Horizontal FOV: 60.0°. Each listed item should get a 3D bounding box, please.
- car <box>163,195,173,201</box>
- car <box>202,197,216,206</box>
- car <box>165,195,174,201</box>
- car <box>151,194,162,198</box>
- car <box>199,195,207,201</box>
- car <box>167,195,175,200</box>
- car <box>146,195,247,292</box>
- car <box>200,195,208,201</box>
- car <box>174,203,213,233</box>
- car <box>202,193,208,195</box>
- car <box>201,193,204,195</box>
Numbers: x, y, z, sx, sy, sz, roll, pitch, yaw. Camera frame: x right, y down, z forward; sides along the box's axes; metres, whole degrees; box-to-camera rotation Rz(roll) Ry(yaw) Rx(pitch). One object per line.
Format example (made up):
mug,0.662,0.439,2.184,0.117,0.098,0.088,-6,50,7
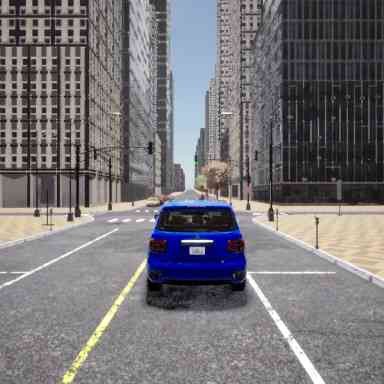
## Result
car,-5.666,1.438,78.623,1.887,1.381,4.507,0,0,0
car,2.807,1.500,55.919,2.008,1.369,4.403,0,0,0
car,-5.665,1.428,84.299,2.008,1.369,4.403,0,0,0
car,-5.803,1.485,50.073,1.752,1.417,4.829,0,0,0
car,2.716,1.422,84.291,1.887,1.381,4.507,0,0,0
car,-5.663,1.411,89.974,2.008,1.369,4.403,0,0,0
car,0.101,1.221,9.069,2.150,2.045,5.566,0,0,0
car,2.715,1.419,78.786,1.752,1.417,4.829,0,0,0
car,0.099,1.486,20.515,2.128,1.511,4.902,0,0,0
car,2.837,1.400,50.241,1.967,1.590,4.097,0,0,0
car,2.714,1.224,72.941,2.192,1.841,5.009,0,0,0
